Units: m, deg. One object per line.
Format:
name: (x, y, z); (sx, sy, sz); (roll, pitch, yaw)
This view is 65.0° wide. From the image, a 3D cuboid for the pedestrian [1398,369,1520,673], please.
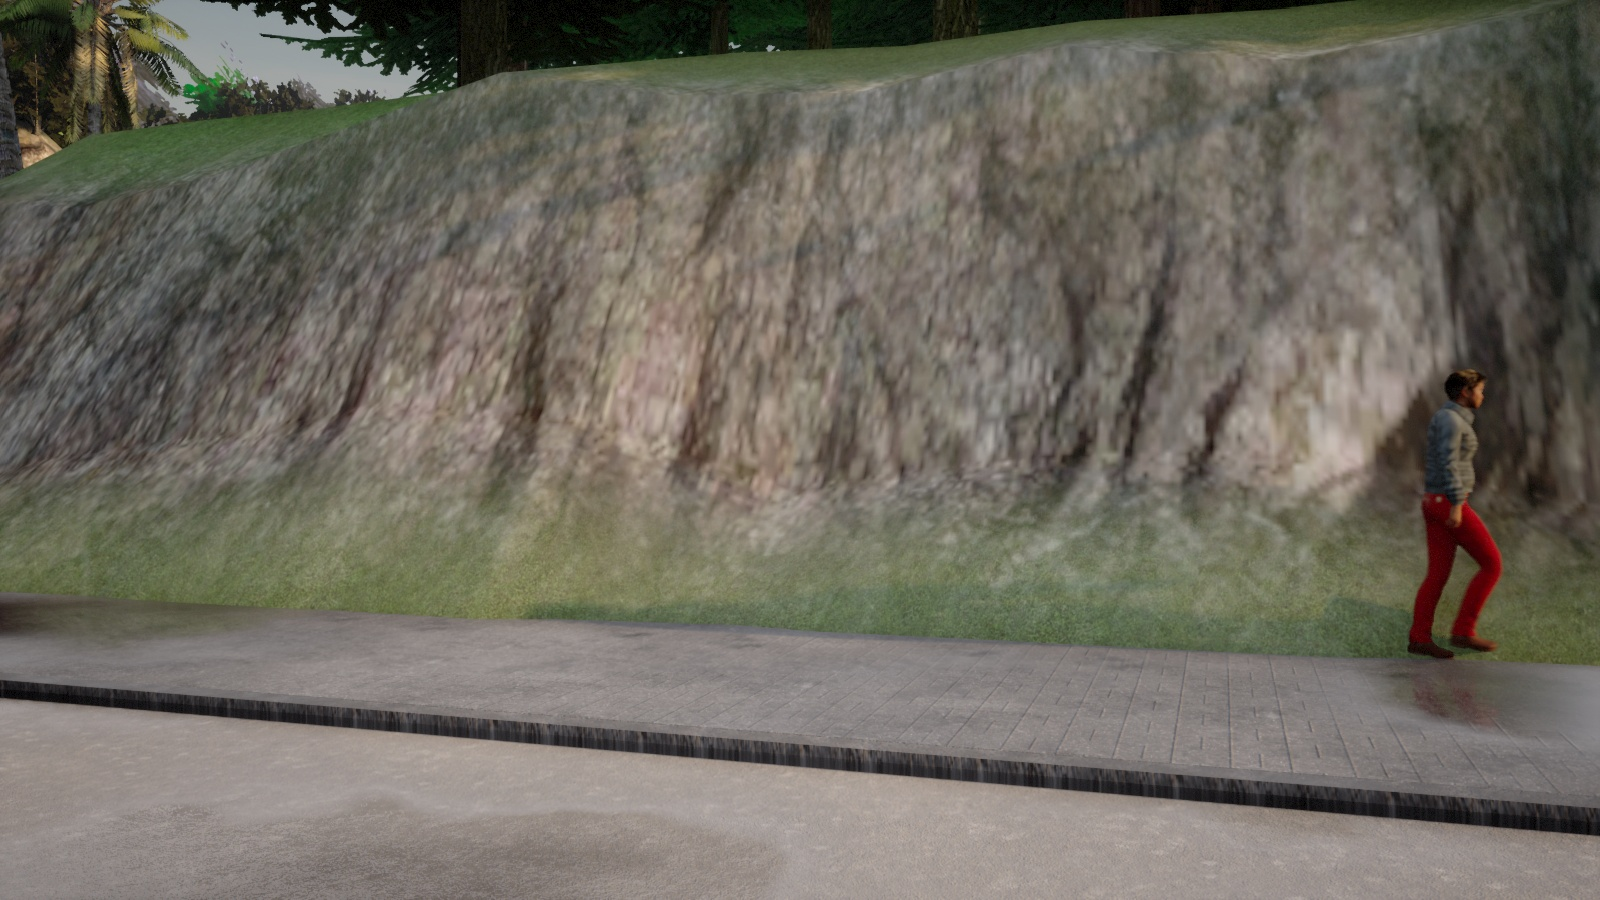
pedestrian: (4.127, 0.426, 7.890); (0.614, 1.847, 0.353); (1, 1, 19)
